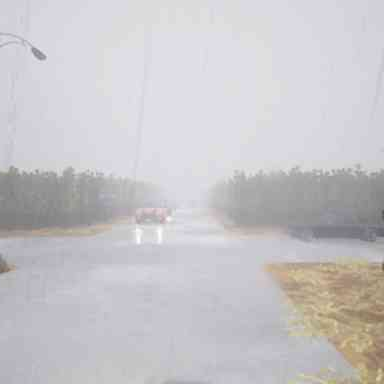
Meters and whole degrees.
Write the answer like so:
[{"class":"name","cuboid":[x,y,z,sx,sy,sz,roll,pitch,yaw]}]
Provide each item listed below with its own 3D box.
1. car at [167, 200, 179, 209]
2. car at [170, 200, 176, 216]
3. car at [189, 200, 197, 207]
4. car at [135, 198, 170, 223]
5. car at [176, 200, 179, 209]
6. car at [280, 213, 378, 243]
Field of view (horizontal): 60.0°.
[{"class":"car","cuboid":[-3.091,2.011,54.590,1.812,1.442,4.674,0,-1,0]},{"class":"car","cuboid":[-3.146,1.534,35.279,2.097,1.767,4.553,0,0,0]},{"class":"car","cuboid":[0.200,2.319,69.520,2.033,1.411,5.357,0,-1,0]},{"class":"car","cuboid":[-3.160,1.500,26.509,2.097,1.767,4.553,0,-1,0]},{"class":"car","cuboid":[-3.126,1.805,44.859,1.994,1.385,4.181,0,-1,0]},{"class":"car","cuboid":[6.760,1.690,16.045,4.718,1.301,1.895,0,-1,0]}]
